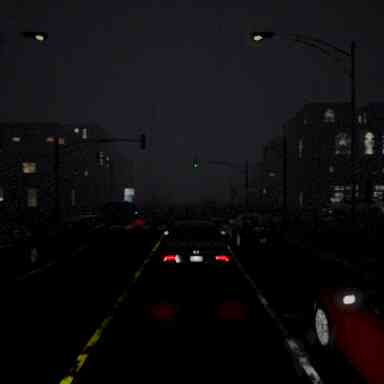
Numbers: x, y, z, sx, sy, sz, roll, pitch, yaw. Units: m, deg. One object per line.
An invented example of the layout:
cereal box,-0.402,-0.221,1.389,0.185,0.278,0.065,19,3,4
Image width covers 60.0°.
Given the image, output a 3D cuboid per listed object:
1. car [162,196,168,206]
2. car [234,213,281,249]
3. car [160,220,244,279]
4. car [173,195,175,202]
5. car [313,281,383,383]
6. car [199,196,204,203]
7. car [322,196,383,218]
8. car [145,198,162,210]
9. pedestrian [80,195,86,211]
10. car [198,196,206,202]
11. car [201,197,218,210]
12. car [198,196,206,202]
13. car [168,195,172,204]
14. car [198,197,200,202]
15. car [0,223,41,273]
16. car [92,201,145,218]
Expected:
car,-5.728,1.790,58.153,2.008,1.369,4.403,0,0,0
car,2.685,1.611,14.713,2.008,1.369,4.403,0,0,0
car,0.089,1.590,10.149,2.033,1.411,5.357,0,0,0
car,-5.752,1.698,91.287,2.192,1.841,5.009,0,0,0
car,2.693,1.559,3.329,1.887,1.381,4.507,0,0,0
car,2.652,1.821,58.145,1.802,1.307,4.206,0,0,0
car,15.588,1.443,32.292,5.566,2.045,2.150,0,-1,1
car,-5.720,1.775,47.110,1.802,1.307,4.206,0,0,0
pedestrian,-12.579,1.287,38.240,0.375,1.860,0.375,0,-1,1
car,2.633,1.798,85.756,1.967,1.590,4.097,0,0,0
car,2.660,1.759,47.103,1.947,1.339,4.313,0,0,0
car,2.628,1.933,91.278,2.008,1.369,4.403,0,0,0
car,-5.736,1.726,69.198,1.967,1.590,4.097,0,0,0
car,2.640,1.860,74.712,2.008,1.369,4.403,0,0,0
car,-5.692,1.588,9.032,2.008,1.369,4.403,0,0,0
car,-7.257,1.630,31.473,4.892,1.490,1.837,0,-2,28
